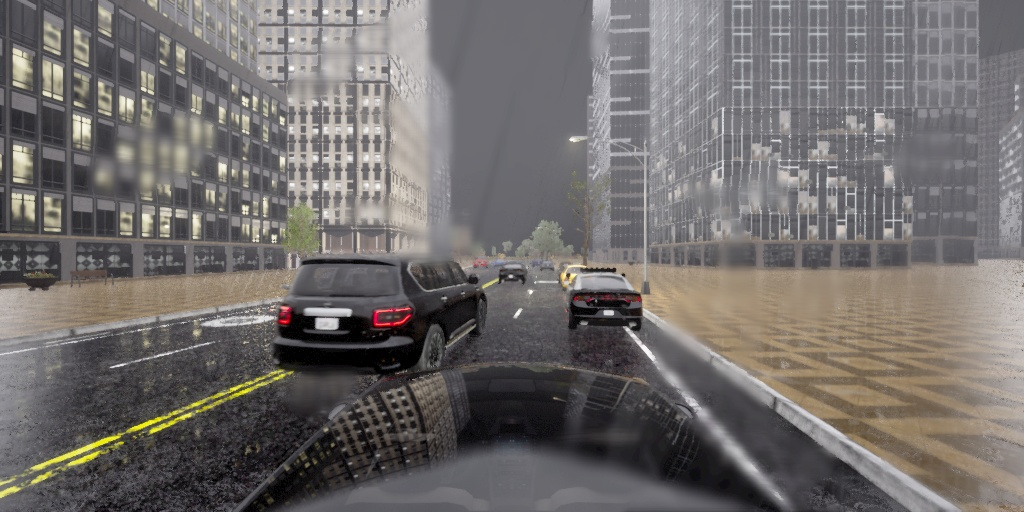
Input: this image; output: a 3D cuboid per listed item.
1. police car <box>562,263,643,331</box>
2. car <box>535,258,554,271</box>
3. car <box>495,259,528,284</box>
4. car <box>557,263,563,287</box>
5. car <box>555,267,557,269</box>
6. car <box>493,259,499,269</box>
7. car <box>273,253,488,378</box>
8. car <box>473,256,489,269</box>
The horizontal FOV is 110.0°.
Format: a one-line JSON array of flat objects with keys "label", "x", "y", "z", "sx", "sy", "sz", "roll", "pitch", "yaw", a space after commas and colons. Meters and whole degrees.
[{"label": "police car", "x": 2.678, "y": 1.175, "z": 11.267, "sx": 1.930, "sy": 1.638, "sz": 5.238, "roll": 0, "pitch": 0, "yaw": 7}, {"label": "car", "x": 4.680, "y": 1.308, "z": 48.731, "sx": 2.033, "sy": 1.411, "sz": 5.357, "roll": 0, "pitch": 0, "yaw": 1}, {"label": "car", "x": 0.163, "y": 1.230, "z": 26.912, "sx": 1.882, "sy": 1.535, "sz": 5.008, "roll": 0, "pitch": 0, "yaw": 5}, {"label": "car", "x": 3.842, "y": 1.207, "z": 21.440, "sx": 1.801, "sy": 1.575, "sz": 5.366, "roll": 0, "pitch": 0, "yaw": 6}, {"label": "car", "x": 4.387, "y": 1.257, "z": 27.319, "sx": 1.837, "sy": 1.490, "sz": 4.892, "roll": 0, "pitch": 0, "yaw": 5}, {"label": "car", "x": -1.886, "y": 1.246, "z": 56.956, "sx": 1.882, "sy": 1.535, "sz": 5.008, "roll": 0, "pitch": 0, "yaw": 0}, {"label": "car", "x": -2.048, "y": 0.973, "z": 7.347, "sx": 2.150, "sy": 2.045, "sz": 5.566, "roll": 0, "pitch": 0, "yaw": 8}, {"label": "car", "x": -5.120, "y": 0.995, "z": 59.165, "sx": 2.150, "sy": 2.045, "sz": 5.566, "roll": 0, "pitch": 0, "yaw": 0}]
